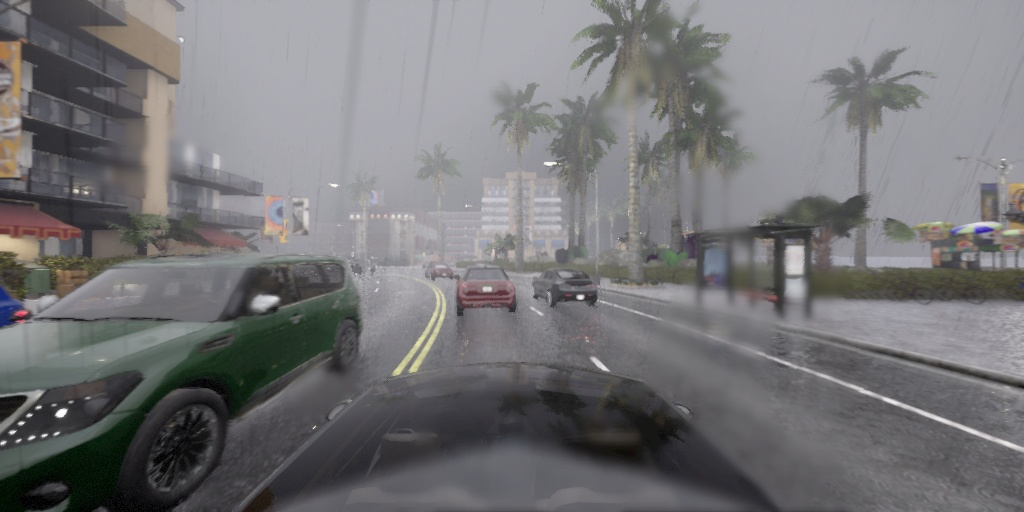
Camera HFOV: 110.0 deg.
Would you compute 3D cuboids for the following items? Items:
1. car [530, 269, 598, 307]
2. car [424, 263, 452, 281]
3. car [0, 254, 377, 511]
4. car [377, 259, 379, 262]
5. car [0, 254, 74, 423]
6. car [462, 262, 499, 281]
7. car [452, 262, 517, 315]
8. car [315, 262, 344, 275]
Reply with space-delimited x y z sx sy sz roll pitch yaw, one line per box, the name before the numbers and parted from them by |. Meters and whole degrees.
car | 2.116 1.289 15.680 1.837 1.490 4.892 0 0 -10
car | -6.501 1.372 31.815 1.812 1.442 4.674 0 0 -23
car | -3.794 0.987 4.628 2.150 2.045 5.566 0 0 -3
car | -18.477 1.397 44.346 2.128 1.511 4.902 0 0 -40
car | -7.200 0.987 2.256 2.150 2.045 5.566 0 0 -1
car | -2.928 1.318 32.339 1.882 1.535 5.008 0 0 -22
car | -1.175 1.139 14.129 2.097 1.767 4.553 0 0 -9
car | -21.941 1.433 43.112 1.812 1.442 4.674 0 0 -44
